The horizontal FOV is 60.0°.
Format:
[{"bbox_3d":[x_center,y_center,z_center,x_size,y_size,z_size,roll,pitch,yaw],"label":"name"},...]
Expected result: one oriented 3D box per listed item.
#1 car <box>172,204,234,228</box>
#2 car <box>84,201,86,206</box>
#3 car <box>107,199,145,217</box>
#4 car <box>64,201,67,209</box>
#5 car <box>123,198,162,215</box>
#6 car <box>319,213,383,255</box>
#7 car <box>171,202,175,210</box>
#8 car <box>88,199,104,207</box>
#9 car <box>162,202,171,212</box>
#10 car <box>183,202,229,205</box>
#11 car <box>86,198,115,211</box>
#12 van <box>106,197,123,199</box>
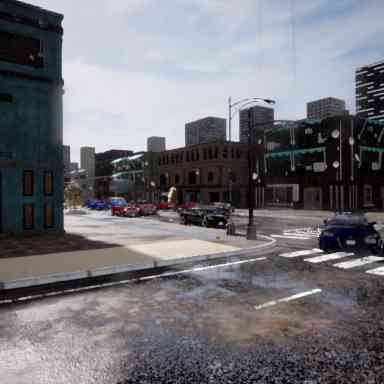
[{"bbox_3d":[0.711,1.814,24.581,1.947,1.339,4.313,-2,0,-35],"label":"car"},{"bbox_3d":[-19.493,2.193,63.237,1.812,1.442,4.674,-1,0,-35],"label":"car"},{"bbox_3d":[-7.233,1.846,35.962,1.967,1.590,4.097,-1,0,-35],"label":"car"},{"bbox_3d":[-23.167,2.232,58.380,1.752,1.417,4.829,-1,0,-35],"label":"car"},{"bbox_3d":[-5.854,1.746,38.517,2.097,1.767,4.553,-1,0,-35],"label":"car"},{"bbox_3d":[6.347,1.564,13.402,1.994,1.385,4.181,0,0,24],"label":"car"},{"bbox_3d":[-0.401,1.903,40.819,1.802,1.307,4.206,-2,0,-35],"label":"car"},{"bbox_3d":[-19.643,2.227,67.887,1.887,1.381,4.507,-1,0,-35],"label":"car"},{"bbox_3d":[-3.607,1.966,45.330,1.802,1.307,4.206,-2,0,-35],"label":"car"},{"bbox_3d":[1.256,1.819,28.509,1.994,1.385,4.181,-1,0,-35],"label":"car"},{"bbox_3d":[-13.749,2.023,49.707,1.882,1.535,5.008,-1,0,-35],"label":"car"},{"bbox_3d":[-13.234,1.907,58.864,1.690,1.788,3.998,-1,0,-35],"label":"van"}]
